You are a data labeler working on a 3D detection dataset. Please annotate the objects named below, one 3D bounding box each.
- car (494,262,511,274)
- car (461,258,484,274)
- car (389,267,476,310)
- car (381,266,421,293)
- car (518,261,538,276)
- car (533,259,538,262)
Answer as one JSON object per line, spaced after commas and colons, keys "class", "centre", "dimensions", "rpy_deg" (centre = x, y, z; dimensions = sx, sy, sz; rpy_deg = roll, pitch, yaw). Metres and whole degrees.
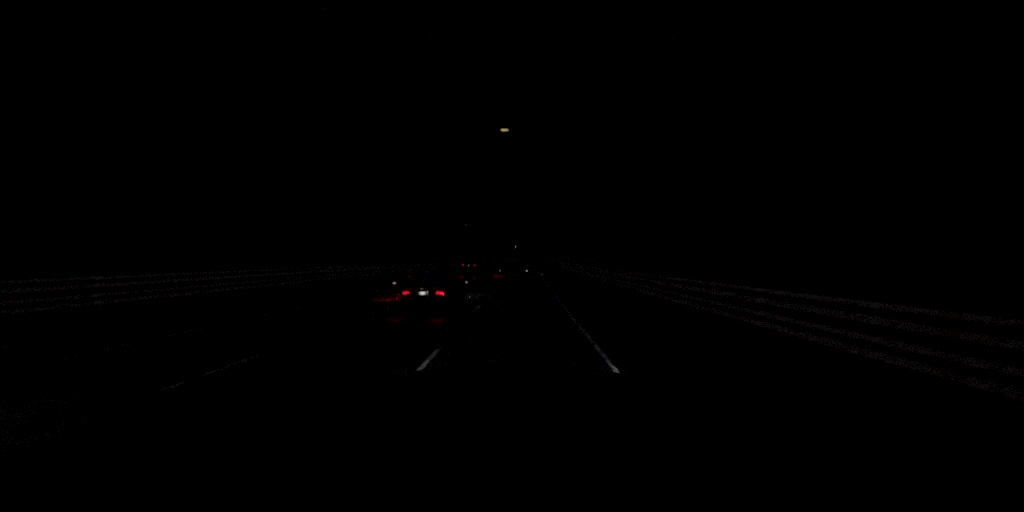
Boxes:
{"class": "car", "centre": [-1.290, 1.541, 47.172], "dimensions": [1.837, 1.490, 4.892], "rpy_deg": [0, 0, 4]}
{"class": "car", "centre": [-4.958, 1.219, 45.147], "dimensions": [2.150, 2.045, 5.566], "rpy_deg": [0, 0, 4]}
{"class": "car", "centre": [-3.027, 1.372, 15.048], "dimensions": [2.033, 1.411, 5.357], "rpy_deg": [0, 0, 2]}
{"class": "car", "centre": [-6.231, 1.325, 21.800], "dimensions": [1.882, 1.535, 5.008], "rpy_deg": [0, 0, 3]}
{"class": "car", "centre": [1.752, 1.593, 41.471], "dimensions": [1.994, 1.385, 4.181], "rpy_deg": [0, 0, 4]}
{"class": "car", "centre": [2.637, 1.579, 53.997], "dimensions": [1.882, 1.535, 5.008], "rpy_deg": [0, 0, 4]}
